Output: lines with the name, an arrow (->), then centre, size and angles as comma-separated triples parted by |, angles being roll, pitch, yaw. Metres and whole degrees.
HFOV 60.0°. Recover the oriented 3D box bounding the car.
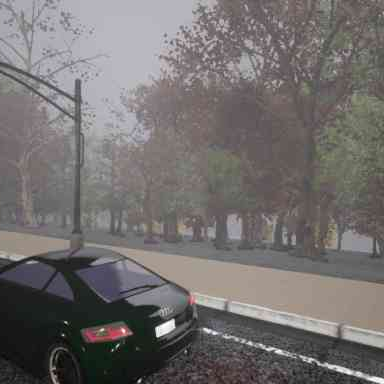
car -> -1.939, 1.563, 5.069 | 4.181, 1.385, 1.994 | 0, 0, 36
